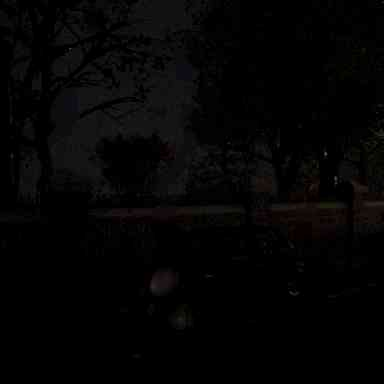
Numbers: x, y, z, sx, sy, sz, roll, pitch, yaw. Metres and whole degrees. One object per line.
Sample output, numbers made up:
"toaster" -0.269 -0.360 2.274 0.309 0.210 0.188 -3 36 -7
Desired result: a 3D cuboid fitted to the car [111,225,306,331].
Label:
"car" 0.441 1.461 6.851 4.097 1.590 1.967 0 0 -35
